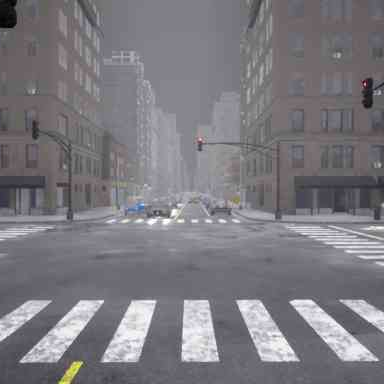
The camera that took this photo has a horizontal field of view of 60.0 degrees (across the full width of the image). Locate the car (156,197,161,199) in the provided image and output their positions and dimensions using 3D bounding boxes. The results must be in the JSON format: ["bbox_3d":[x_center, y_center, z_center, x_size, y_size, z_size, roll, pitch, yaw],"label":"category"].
[{"bbox_3d":[-5.698,1.569,44.790,1.947,1.339,4.313,0,0,0],"label":"car"}]

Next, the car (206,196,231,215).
[{"bbox_3d":[2.786,1.442,33.425,1.967,1.590,4.097,0,0,0],"label":"car"}]

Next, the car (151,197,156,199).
[{"bbox_3d":[-5.719,1.442,39.122,1.967,1.590,4.097,0,0,0],"label":"car"}]

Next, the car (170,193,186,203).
[{"bbox_3d":[-2.797,1.493,64.783,2.128,1.511,4.902,0,0,1],"label":"car"}]

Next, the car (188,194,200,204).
[{"bbox_3d":[0.227,1.602,63.024,1.895,1.301,4.718,0,0,0],"label":"car"}]

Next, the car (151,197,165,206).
[{"bbox_3d":[-5.657,1.568,56.127,1.947,1.339,4.313,0,0,0],"label":"car"}]

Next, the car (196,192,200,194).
[{"bbox_3d":[0.263,1.291,72.998,1.882,1.535,5.008,0,0,0],"label":"car"}]

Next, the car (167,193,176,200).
[{"bbox_3d":[-5.533,1.306,90.136,2.192,1.841,5.009,0,0,0],"label":"car"}]

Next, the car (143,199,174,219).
[{"bbox_3d":[-2.883,1.565,29.244,1.994,1.385,4.181,0,0,-2],"label":"car"}]

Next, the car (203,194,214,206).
[{"bbox_3d":[2.827,1.443,44.763,1.967,1.590,4.097,0,0,0],"label":"car"}]

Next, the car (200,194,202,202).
[{"bbox_3d":[2.890,1.527,61.940,1.752,1.417,4.829,0,0,0],"label":"car"}]

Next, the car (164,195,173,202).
[{"bbox_3d":[-5.575,1.522,78.630,1.752,1.417,4.829,0,0,0],"label":"car"}]

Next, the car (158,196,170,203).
[{"bbox_3d":[-5.615,1.566,67.463,1.947,1.339,4.313,0,0,0],"label":"car"}]

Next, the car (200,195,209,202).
[{"bbox_3d":[2.952,1.436,78.779,1.967,1.590,4.097,0,0,0],"label":"car"}]

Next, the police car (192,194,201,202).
[{"bbox_3d":[1.083,1.421,79.521,1.930,1.638,5.238,0,0,-1],"label":"police car"}]

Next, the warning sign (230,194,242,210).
[{"bbox_3d":[5.209,1.118,39.410,1.300,1.860,1.060,0,0,0],"label":"warning sign"}]

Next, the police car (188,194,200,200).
[{"bbox_3d":[0.618,1.414,95.445,1.930,1.638,5.238,0,0,-16],"label":"police car"}]

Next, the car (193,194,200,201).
[{"bbox_3d":[1.110,1.448,89.616,1.801,1.575,5.366,0,0,0],"label":"car"}]

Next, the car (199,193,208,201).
[{"bbox_3d":[2.972,1.309,84.448,2.192,1.841,5.009,0,0,0],"label":"car"}]

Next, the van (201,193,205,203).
[{"bbox_3d":[2.868,1.344,56.101,1.690,1.788,3.998,0,0,0],"label":"van"}]

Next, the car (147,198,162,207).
[{"bbox_3d":[-5.678,1.585,50.459,1.802,1.307,4.206,0,0,0],"label":"car"}]

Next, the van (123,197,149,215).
[{"bbox_3d":[-5.740,1.343,33.454,1.690,1.788,3.998,0,0,0],"label":"van"}]

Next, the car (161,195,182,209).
[{"bbox_3d":[-2.934,1.495,45.695,2.128,1.511,4.902,0,0,0],"label":"car"}]
